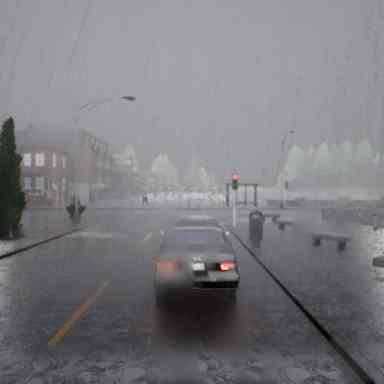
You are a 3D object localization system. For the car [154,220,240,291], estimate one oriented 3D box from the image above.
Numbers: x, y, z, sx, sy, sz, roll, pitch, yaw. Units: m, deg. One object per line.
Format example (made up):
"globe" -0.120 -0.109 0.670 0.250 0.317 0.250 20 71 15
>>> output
"car" 0.099 1.450 8.875 2.033 1.411 5.357 0 1 0
